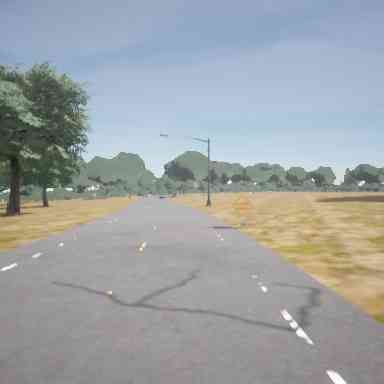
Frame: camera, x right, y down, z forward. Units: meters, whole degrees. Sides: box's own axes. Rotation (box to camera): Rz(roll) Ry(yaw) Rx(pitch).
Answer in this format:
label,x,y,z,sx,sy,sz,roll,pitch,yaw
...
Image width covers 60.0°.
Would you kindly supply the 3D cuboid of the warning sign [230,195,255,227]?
label,x,y,z,sx,sy,sz,roll,pitch,yaw
warning sign,3.031,1.109,20.041,1.300,1.860,1.060,0,0,-3
